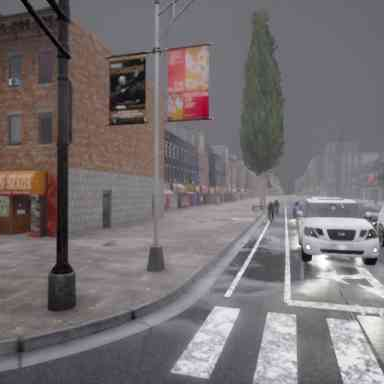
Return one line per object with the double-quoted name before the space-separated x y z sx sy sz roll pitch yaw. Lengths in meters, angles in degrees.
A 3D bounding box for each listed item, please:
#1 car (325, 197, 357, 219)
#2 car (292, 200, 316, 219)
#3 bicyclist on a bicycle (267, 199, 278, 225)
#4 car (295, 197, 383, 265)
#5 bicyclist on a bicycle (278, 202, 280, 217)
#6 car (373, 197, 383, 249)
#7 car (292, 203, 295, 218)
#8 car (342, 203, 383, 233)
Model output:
"car" 13.652 1.407 30.721 2.097 1.767 4.553 0 0 16
"car" 10.293 1.523 30.785 1.882 1.535 5.008 0 0 16
"bicyclist on a bicycle" 5.557 1.479 23.437 0.582 1.620 1.656 0 0 18
"car" 5.099 1.238 12.254 2.150 2.045 5.566 0 0 16
"bicyclist on a bicycle" 7.634 1.490 30.009 0.582 1.620 1.656 0 0 17
"car" 8.396 1.247 11.963 2.150 2.045 5.566 0 0 16
"car" 7.734 1.522 21.644 2.128 1.511 4.902 0 0 16
"car" 11.010 1.545 21.278 1.837 1.490 4.892 0 0 16
